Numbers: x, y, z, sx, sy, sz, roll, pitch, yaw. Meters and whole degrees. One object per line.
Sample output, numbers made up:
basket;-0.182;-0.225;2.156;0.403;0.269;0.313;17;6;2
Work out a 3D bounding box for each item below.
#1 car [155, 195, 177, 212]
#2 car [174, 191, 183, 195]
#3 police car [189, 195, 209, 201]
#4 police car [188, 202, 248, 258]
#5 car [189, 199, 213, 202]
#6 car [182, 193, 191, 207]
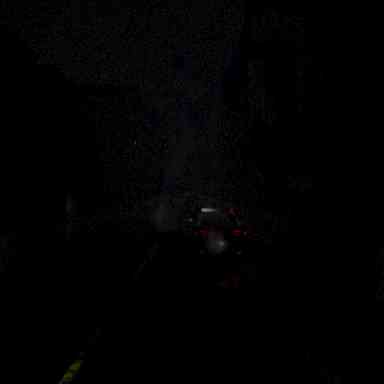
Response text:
car;-3.092;1.401;37.682;2.128;1.511;4.902;0;0;0
car;-2.998;0.756;79.102;2.150;2.045;5.566;0;0;0
police car;0.900;1.357;28.791;1.930;1.638;5.238;0;0;0
police car;0.900;1.396;12.791;1.930;1.638;5.238;0;0;0
car;0.900;1.452;22.682;1.837;1.490;4.892;0;0;0
car;0.009;1.232;49.752;2.097;1.767;4.553;0;0;0
